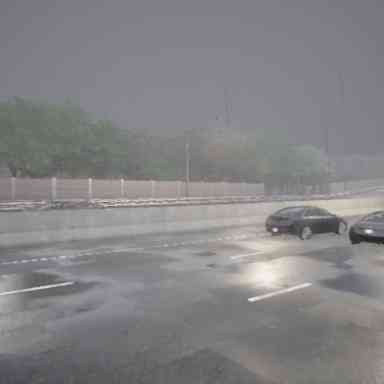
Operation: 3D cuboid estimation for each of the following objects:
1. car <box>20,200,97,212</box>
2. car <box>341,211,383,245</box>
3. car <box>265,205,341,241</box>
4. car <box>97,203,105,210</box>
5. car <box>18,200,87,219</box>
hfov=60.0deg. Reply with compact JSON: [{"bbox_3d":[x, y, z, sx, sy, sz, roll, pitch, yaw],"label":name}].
[{"bbox_3d":[-9.455,1.493,23.038,4.892,1.490,1.837,0,0,-35],"label":"car"},{"bbox_3d":[8.509,1.482,14.084,4.181,1.385,1.994,-1,0,-35],"label":"car"},{"bbox_3d":[5.728,1.432,16.402,4.892,1.490,1.837,-1,0,-35],"label":"car"},{"bbox_3d":[-9.532,1.481,27.277,4.892,1.490,1.837,0,0,-35],"label":"car"},{"bbox_3d":[-12.340,1.527,29.576,5.357,1.411,2.033,0,0,-35],"label":"car"}]
